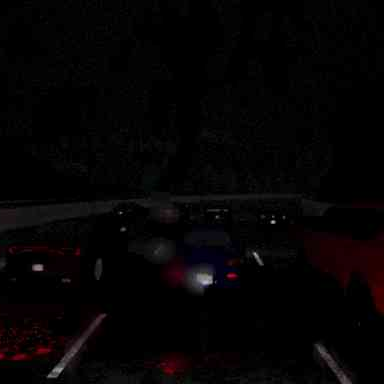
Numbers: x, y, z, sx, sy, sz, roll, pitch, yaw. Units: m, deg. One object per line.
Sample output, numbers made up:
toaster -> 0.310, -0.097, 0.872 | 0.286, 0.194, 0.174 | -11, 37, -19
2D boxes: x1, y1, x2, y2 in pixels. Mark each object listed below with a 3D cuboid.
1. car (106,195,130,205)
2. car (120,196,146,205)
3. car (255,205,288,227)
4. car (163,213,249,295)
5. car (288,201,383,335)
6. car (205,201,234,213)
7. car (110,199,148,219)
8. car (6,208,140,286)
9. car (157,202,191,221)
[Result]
car -> -12.505, 1.252, 56.544 | 1.882, 1.535, 5.008 | 0, 0, 17
car -> -9.543, 1.338, 54.280 | 2.033, 1.411, 5.357 | 0, 0, 17
car -> 5.277, 1.540, 22.537 | 1.895, 1.301, 4.718 | 0, 0, 8
car -> 0.402, 1.498, 8.618 | 1.812, 1.442, 4.674 | 0, 0, 4
car -> 3.774, 1.203, 6.785 | 2.150, 2.045, 5.566 | 0, -1, 3
car -> 2.021, 1.417, 24.389 | 2.128, 1.511, 4.902 | 0, 0, 8
car -> -4.829, 1.464, 25.870 | 1.994, 1.385, 4.181 | 0, 0, 8
car -> -3.049, 1.437, 9.410 | 1.882, 1.535, 5.008 | 0, 0, 4
car -> -1.324, 1.475, 25.656 | 1.994, 1.385, 4.181 | 0, 0, 9
